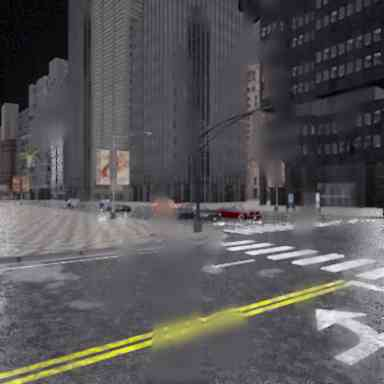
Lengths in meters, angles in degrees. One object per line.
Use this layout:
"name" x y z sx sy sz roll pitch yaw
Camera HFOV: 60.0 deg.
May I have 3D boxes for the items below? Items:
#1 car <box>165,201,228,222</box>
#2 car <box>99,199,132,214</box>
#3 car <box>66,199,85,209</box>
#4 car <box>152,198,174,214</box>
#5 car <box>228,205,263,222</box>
"car" 0.224 1.732 27.869 2.033 1.411 5.357 0 0 -35
"car" -9.270 1.865 41.212 2.033 1.411 5.357 0 0 -35
"car" -19.541 1.906 55.812 2.097 1.767 4.553 0 -1 -35
"car" -2.729 1.614 37.630 2.097 1.767 4.553 0 0 -35
"car" 3.782 1.774 28.492 1.895 1.301 4.718 0 0 -36
